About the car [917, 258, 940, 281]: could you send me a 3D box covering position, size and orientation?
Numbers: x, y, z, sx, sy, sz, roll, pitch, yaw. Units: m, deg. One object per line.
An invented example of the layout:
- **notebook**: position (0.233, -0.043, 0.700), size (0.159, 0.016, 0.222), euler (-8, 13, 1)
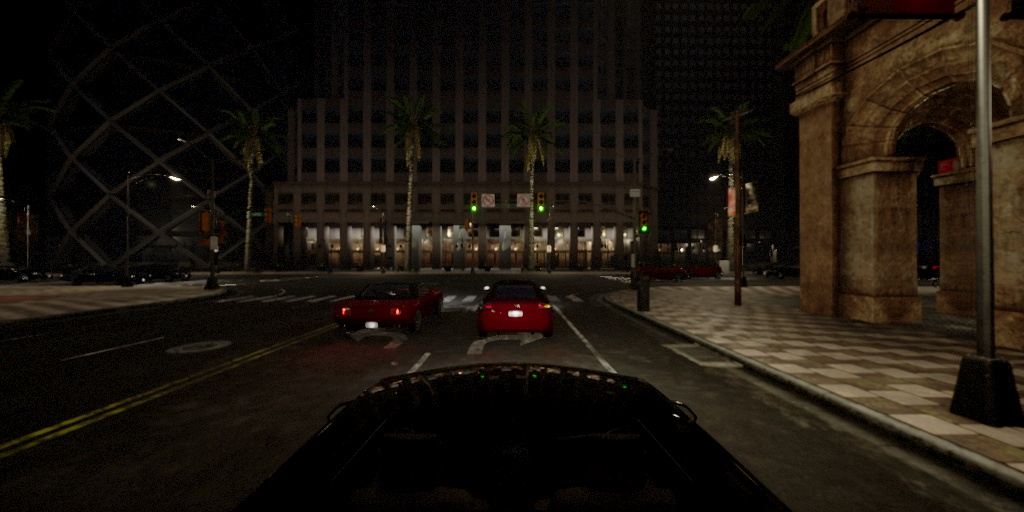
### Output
- **car**: position (38.241, 1.152, 30.943), size (5.566, 2.045, 2.150), euler (0, 0, 0)

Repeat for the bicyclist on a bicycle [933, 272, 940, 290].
- **bicyclist on a bicycle**: position (24.681, 1.165, 20.212), size (0.582, 1.620, 1.656), euler (0, -1, 0)

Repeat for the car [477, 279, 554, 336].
- **car**: position (0.088, 1.369, 10.619), size (1.994, 1.385, 4.181), euler (0, 0, 0)

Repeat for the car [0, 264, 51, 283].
- **car**: position (-40.561, 1.409, 28.759), size (4.902, 1.511, 2.128), euler (0, 0, -22)

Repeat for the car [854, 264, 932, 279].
- **car**: position (36.689, 1.501, 34.646), size (5.357, 1.411, 2.033), euler (0, 0, 0)

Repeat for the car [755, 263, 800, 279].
- **car**: position (26.916, 1.445, 34.686), size (4.902, 1.511, 2.128), euler (0, 0, 0)

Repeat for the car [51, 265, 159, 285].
- **car**: position (-30.987, 1.455, 27.445), size (5.357, 1.411, 2.033), euler (0, 0, -3)

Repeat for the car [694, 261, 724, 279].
- **car**: position (17.822, 1.305, 34.715), size (4.553, 1.767, 2.097), euler (0, 0, 0)

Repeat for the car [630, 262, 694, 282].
- **car**: position (12.697, 1.283, 31.033), size (4.553, 1.767, 2.097), euler (0, 0, 0)

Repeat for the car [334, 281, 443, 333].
- **car**: position (-3.412, 1.408, 10.991), size (1.895, 1.301, 4.718), euler (0, 0, 0)

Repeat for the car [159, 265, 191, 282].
- **car**: position (-30.448, 1.455, 30.822), size (4.674, 1.442, 1.812), euler (0, 0, -4)
